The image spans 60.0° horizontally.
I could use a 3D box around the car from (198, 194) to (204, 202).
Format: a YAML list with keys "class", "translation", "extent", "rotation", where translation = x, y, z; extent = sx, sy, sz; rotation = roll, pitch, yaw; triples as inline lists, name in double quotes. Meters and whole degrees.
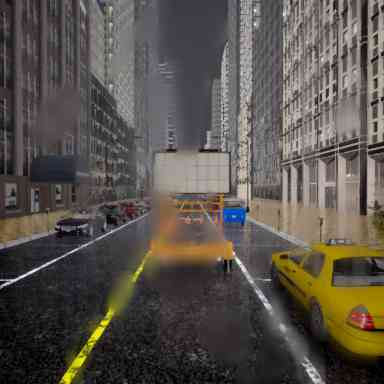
- class: "car"
  translation: [2.693, 1.535, 62.938]
  extent: [2.008, 1.369, 4.403]
  rotation: [-1, 0, 0]

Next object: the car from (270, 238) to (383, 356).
- class: "car"
  translation: [2.684, 1.524, 6.272]
  extent: [1.752, 1.417, 4.829]
  rotation: [-1, 0, 0]

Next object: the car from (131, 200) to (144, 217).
- class: "car"
  translation: [-5.693, 1.538, 28.838]
  extent: [1.887, 1.381, 4.507]
  rotation: [-1, 0, 0]

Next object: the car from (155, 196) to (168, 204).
- class: "car"
  translation: [-5.687, 1.535, 62.940]
  extent: [2.008, 1.369, 4.403]
  rotation: [-1, 0, 0]

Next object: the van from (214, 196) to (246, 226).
- class: "van"
  translation: [2.685, 1.336, 23.153]
  extent: [1.690, 1.788, 3.998]
  rotation: [-1, 0, 0]

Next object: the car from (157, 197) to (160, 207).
- class: "car"
  translation: [-5.690, 1.538, 51.573]
  extent: [2.008, 1.369, 4.403]
  rotation: [-1, 0, 0]

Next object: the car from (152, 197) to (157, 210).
- class: "car"
  translation: [-5.691, 1.572, 40.206]
  extent: [1.802, 1.307, 4.206]
  rotation: [-1, 0, 0]

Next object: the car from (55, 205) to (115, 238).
- class: "car"
  translation: [-5.695, 1.547, 17.471]
  extent: [2.008, 1.369, 4.403]
  rotation: [-1, 0, 0]

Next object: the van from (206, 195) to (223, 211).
- class: "van"
  translation: [2.687, 1.332, 40.204]
  extent: [1.690, 1.788, 3.998]
  rotation: [-1, 0, 0]

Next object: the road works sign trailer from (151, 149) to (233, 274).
- class: "road works sign trailer"
  translation: [0.003, 0.462, 10.502]
  extent: [2.380, 3.560, 2.880]
  rotation: [0, 0, 0]

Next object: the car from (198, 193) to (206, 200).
- class: "car"
  translation: [2.695, 1.290, 91.357]
  extent: [2.192, 1.841, 5.009]
  rotation: [-1, 0, 0]

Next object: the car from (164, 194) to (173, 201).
- class: "car"
  translation: [-5.686, 1.419, 79.991]
  extent: [1.967, 1.590, 4.097]
  rotation: [-1, 0, 0]

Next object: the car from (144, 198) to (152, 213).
- class: "car"
  translation: [-5.693, 1.543, 34.522]
  extent: [2.008, 1.369, 4.403]
  rotation: [-1, 0, 0]

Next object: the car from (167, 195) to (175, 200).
- class: "car"
  translation: [-5.683, 1.501, 91.189]
  extent: [1.752, 1.417, 4.829]
  rotation: [-1, 0, 0]

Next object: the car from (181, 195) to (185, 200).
- class: "car"
  translation: [-2.984, 1.540, 90.126]
  extent: [1.994, 1.385, 4.181]
  rotation: [0, 0, 0]

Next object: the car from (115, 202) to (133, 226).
- class: "car"
  translation: [-5.694, 1.560, 23.155]
  extent: [1.947, 1.339, 4.313]
  rotation: [-1, 0, 0]

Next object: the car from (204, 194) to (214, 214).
- class: "car"
  translation: [2.686, 1.307, 34.520]
  extent: [2.192, 1.841, 5.009]
  rotation: [-1, 0, 0]

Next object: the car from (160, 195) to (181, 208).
- class: "car"
  translation: [-3.076, 1.340, 49.094]
  extent: [2.097, 1.767, 4.553]
  rotation: [0, 0, 0]

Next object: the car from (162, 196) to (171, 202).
- class: "car"
  translation: [-5.685, 1.563, 74.307]
  extent: [1.802, 1.307, 4.206]
  rotation: [-1, 0, 0]
